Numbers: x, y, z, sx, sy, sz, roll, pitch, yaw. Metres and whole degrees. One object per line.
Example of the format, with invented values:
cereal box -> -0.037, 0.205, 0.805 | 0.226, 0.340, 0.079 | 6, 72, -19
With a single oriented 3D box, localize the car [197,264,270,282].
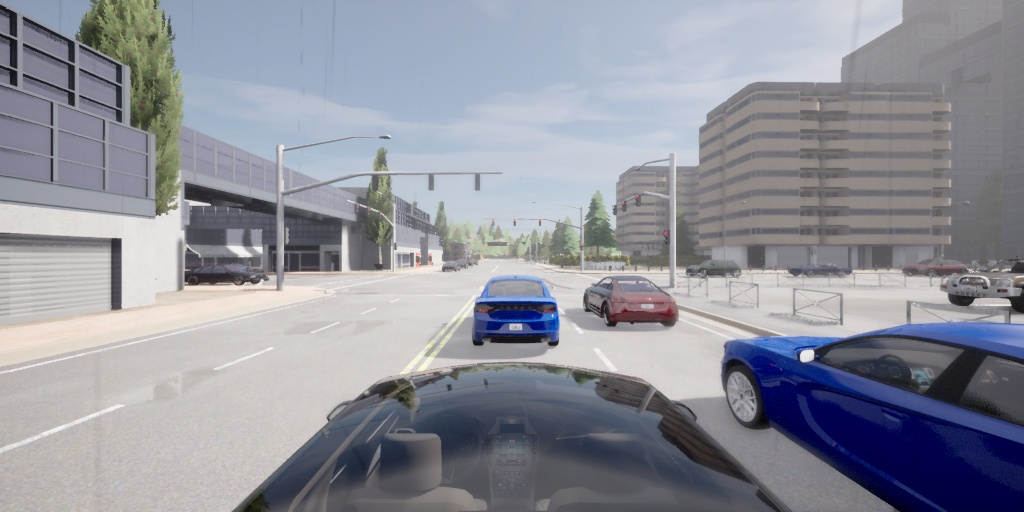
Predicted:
car -> -21.818, 1.314, 28.233 | 4.181, 1.385, 1.994 | 0, 0, -1

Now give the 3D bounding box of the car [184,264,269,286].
car -> -19.937, 1.297, 24.758 | 5.357, 1.411, 2.033 | 0, 0, -1

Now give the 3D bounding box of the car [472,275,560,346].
car -> 0.095, 1.228, 9.446 | 1.882, 1.535, 5.008 | 0, 0, 0

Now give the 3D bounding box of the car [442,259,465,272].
car -> -7.838, 1.297, 46.882 | 2.033, 1.411, 5.357 | 0, 0, 0

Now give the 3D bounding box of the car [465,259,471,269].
car -> -7.977, 1.255, 56.619 | 1.837, 1.490, 4.892 | 0, 0, -1

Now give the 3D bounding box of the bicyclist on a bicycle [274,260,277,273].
bicyclist on a bicycle -> -25.837, 1.053, 39.663 | 0.582, 1.620, 1.656 | 0, 0, -1

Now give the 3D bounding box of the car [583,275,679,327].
car -> 3.603, 1.314, 11.578 | 1.994, 1.385, 4.181 | 0, 0, 0

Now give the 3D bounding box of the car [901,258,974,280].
car -> 39.777, 1.102, 33.823 | 4.553, 1.767, 2.097 | 0, 0, -1

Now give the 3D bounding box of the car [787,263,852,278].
car -> 28.792, 1.351, 33.618 | 4.718, 1.301, 1.895 | 0, 0, -1

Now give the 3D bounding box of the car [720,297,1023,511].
car -> 3.603, 1.228, 2.594 | 1.882, 1.535, 5.008 | 0, 0, 0

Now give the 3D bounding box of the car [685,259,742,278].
car -> 18.689, 1.102, 33.411 | 4.553, 1.767, 2.097 | 0, 0, -1
